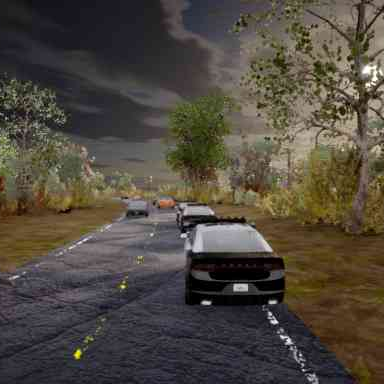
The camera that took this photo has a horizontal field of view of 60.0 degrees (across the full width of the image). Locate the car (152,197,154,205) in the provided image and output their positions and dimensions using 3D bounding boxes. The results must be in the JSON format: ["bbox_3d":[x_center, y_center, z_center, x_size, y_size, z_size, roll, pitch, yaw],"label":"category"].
[{"bbox_3d":[-5.852,1.346,57.962,2.097,1.767,4.553,0,0,-12],"label":"car"}]

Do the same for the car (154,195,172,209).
[{"bbox_3d":[-3.680,1.348,45.664,2.097,1.767,4.553,0,0,-9],"label":"car"}]

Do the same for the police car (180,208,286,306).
[{"bbox_3d":[0.746,1.425,8.252,1.930,1.638,5.238,0,0,-2],"label":"police car"}]

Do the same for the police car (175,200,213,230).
[{"bbox_3d":[0.244,1.424,18.319,1.930,1.638,5.238,0,0,-4],"label":"police car"}]

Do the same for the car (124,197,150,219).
[{"bbox_3d":[-4.817,1.476,29.794,1.882,1.535,5.008,0,0,-6],"label":"car"}]

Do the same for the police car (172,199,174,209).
[{"bbox_3d":[-0.218,1.423,24.349,1.930,1.638,5.238,0,0,-5],"label":"police car"}]
